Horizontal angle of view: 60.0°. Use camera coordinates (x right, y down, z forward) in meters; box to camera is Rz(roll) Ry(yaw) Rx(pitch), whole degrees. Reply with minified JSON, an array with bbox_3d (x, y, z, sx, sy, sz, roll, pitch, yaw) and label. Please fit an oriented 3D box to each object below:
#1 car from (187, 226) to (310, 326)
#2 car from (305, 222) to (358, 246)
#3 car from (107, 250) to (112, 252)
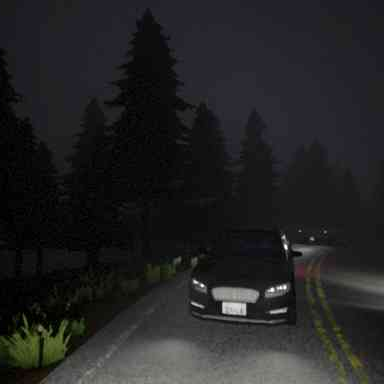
[{"bbox_3d":[1.317,1.554,7.389,2.128,1.511,4.902,-1,-2,16],"label":"car"},{"bbox_3d":[8.093,2.424,19.768,1.895,1.301,4.718,-4,-7,44],"label":"car"},{"bbox_3d":[-18.674,13.615,74.199,4.181,1.381,1.994,-3,-5,32],"label":"car"}]
